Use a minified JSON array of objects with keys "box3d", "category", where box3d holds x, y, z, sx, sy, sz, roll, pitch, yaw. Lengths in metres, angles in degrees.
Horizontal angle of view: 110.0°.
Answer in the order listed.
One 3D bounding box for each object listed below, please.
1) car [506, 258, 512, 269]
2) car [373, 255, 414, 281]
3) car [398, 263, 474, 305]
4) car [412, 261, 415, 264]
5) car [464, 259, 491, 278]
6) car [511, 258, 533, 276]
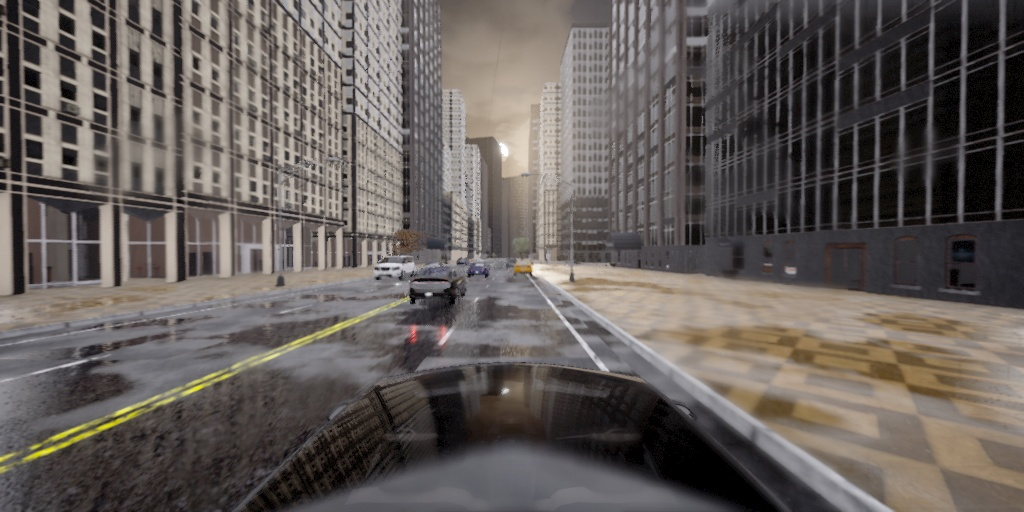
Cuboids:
[{"box3d":[0.008,1.242,57.444,2.128,1.511,4.902,0,0,0],"category":"car"},{"box3d":[-9.837,0.970,30.523,2.150,2.045,5.566,0,0,0],"category":"car"},{"box3d":[-3.149,1.241,15.966,2.128,1.511,4.902,0,0,0],"category":"car"},{"box3d":[-6.586,1.275,29.775,1.812,1.442,4.674,0,0,0],"category":"car"},{"box3d":[-3.146,1.275,34.555,1.812,1.442,4.674,0,0,0],"category":"car"},{"box3d":[1.141,1.227,37.950,1.882,1.535,5.008,0,0,0],"category":"car"}]
